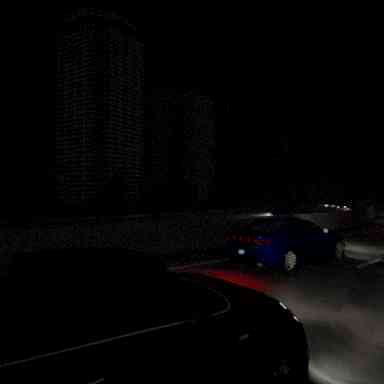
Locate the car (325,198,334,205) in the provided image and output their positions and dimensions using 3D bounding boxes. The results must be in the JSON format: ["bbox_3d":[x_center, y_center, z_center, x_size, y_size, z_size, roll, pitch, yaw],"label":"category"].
[{"bbox_3d":[33.259,2.196,79.532,2.097,1.767,4.553,0,-1,31],"label":"car"}]

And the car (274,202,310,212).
[{"bbox_3d":[7.805,1.759,25.968,2.128,1.511,4.902,0,-1,40],"label":"car"}]

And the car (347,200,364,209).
[{"bbox_3d":[29.200,2.204,58.902,1.812,1.442,4.674,0,-1,31],"label":"car"}]

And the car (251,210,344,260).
[{"bbox_3d":[3.281,1.592,11.196,5.008,1.535,1.882,1,-1,-41],"label":"car"}]

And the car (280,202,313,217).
[{"bbox_3d":[11.621,1.873,36.699,2.128,1.511,4.902,0,-1,34],"label":"car"}]

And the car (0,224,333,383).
[{"bbox_3d":[-0.863,1.375,3.358,4.553,1.767,2.097,1,-1,-36],"label":"car"}]

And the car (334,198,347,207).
[{"bbox_3d":[32.094,2.331,70.672,2.033,1.411,5.357,0,-1,31],"label":"car"}]

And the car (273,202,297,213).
[{"bbox_3d":[12.431,2.052,44.453,1.895,1.301,4.718,0,-1,31],"label":"car"}]
